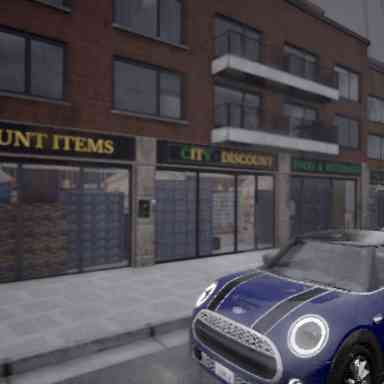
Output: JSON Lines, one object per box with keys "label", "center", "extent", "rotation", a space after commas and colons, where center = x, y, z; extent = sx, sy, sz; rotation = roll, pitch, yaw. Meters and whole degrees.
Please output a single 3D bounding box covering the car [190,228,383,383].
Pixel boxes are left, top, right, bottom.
{"label": "car", "center": [2.182, 1.404, 4.945], "extent": [4.553, 1.767, 2.097], "rotation": [1, 0, -36]}
